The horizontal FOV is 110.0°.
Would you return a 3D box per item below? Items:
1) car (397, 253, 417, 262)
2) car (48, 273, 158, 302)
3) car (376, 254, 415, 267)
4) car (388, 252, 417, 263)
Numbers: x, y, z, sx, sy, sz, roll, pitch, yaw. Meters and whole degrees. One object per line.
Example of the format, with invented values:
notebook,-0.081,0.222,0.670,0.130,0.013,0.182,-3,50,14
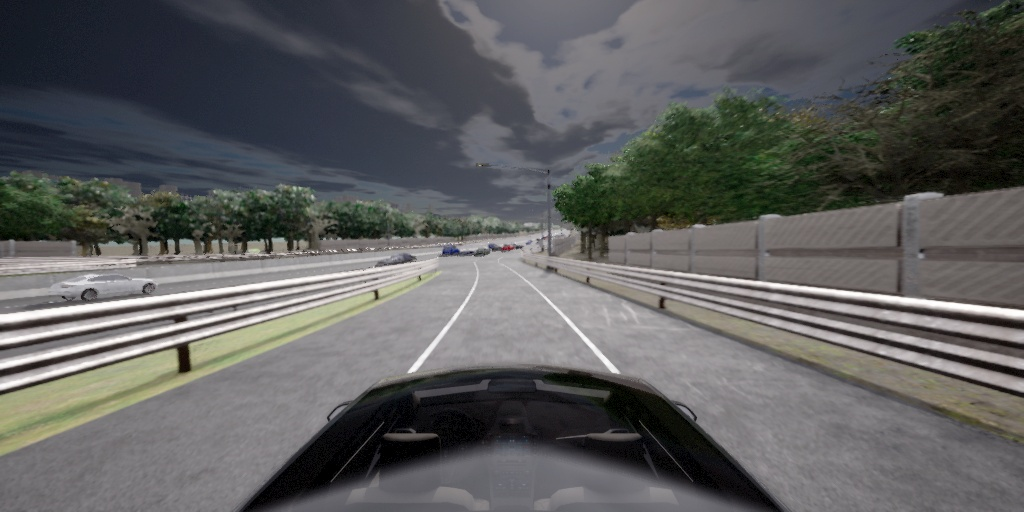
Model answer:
car,-15.112,0.531,49.321,2.033,1.411,5.357,0,3,13
car,-24.874,1.759,22.068,1.812,1.442,4.674,0,3,13
car,-13.472,0.913,40.792,2.128,1.511,4.902,0,3,13
car,-17.102,0.177,56.310,2.033,1.411,5.357,0,3,13
